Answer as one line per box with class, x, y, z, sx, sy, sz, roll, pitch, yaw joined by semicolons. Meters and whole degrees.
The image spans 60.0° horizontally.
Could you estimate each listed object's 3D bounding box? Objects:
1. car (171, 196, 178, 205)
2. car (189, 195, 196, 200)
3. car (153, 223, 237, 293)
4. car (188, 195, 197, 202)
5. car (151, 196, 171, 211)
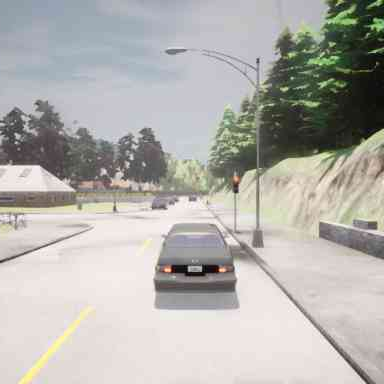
car;-3.979;1.489;57.281;2.128;1.511;4.902;0;0;0
car;0.156;1.408;86.111;1.812;1.442;4.674;0;0;0
car;0.075;1.547;8.997;2.033;1.411;5.357;0;0;0
car;0.137;1.516;75.751;2.128;1.511;4.902;0;0;0
car;-4.024;1.505;41.592;1.837;1.490;4.892;0;0;0
